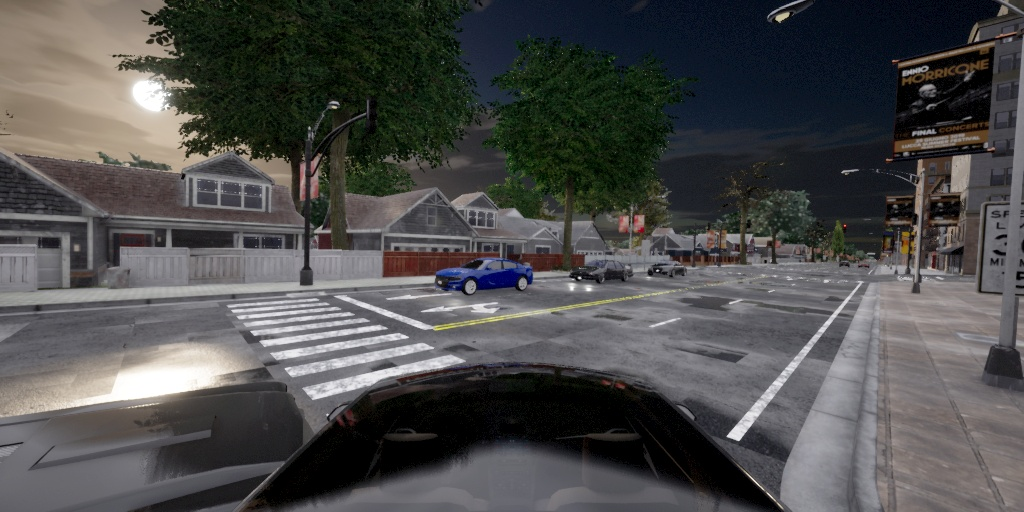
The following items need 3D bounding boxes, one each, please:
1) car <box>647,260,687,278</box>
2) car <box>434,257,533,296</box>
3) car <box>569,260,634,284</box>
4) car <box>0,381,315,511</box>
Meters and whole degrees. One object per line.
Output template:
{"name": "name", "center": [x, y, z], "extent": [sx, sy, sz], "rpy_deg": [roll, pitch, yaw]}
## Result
{"name": "car", "center": [13.163, 1.015, 30.321], "extent": [4.181, 1.385, 1.994], "rpy_deg": [0, 2, -45]}
{"name": "car", "center": [-1.159, 0.825, 16.437], "extent": [5.008, 1.535, 1.882], "rpy_deg": [0, 2, -44]}
{"name": "car", "center": [5.987, 0.945, 23.378], "extent": [5.357, 1.411, 2.033], "rpy_deg": [0, 2, -44]}
{"name": "car", "center": [-3.308, 1.294, 1.244], "extent": [4.718, 1.301, 1.895], "rpy_deg": [1, 2, -34]}
